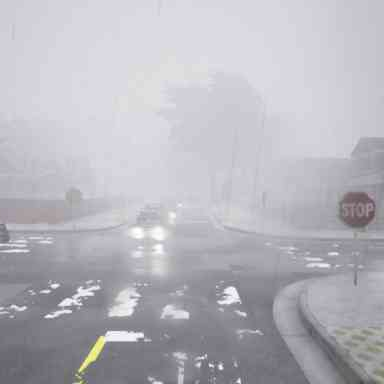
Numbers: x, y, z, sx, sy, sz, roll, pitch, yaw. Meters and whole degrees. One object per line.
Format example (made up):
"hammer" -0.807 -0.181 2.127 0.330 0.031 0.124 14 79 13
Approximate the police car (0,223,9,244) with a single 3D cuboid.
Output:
"police car" -9.227 1.219 11.662 5.238 1.638 1.930 2 0 1

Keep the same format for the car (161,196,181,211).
"car" -2.701 1.318 37.091 2.128 1.511 4.902 0 1 0

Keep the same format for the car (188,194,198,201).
"car" 0.264 1.070 66.777 1.994 1.385 4.181 0 1 0

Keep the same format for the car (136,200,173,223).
"car" -2.803 1.529 24.673 1.895 1.301 4.718 0 0 2

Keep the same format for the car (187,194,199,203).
"car" 0.222 1.111 56.356 1.882 1.535 5.008 0 1 0
